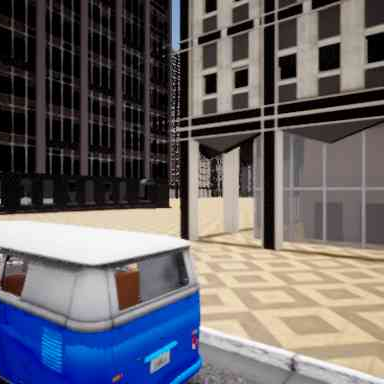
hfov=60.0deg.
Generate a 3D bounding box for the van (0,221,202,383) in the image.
[{"bbox_3d":[-1.800,1.323,4.160,3.998,1.788,1.690,0,0,35],"label":"van"}]
